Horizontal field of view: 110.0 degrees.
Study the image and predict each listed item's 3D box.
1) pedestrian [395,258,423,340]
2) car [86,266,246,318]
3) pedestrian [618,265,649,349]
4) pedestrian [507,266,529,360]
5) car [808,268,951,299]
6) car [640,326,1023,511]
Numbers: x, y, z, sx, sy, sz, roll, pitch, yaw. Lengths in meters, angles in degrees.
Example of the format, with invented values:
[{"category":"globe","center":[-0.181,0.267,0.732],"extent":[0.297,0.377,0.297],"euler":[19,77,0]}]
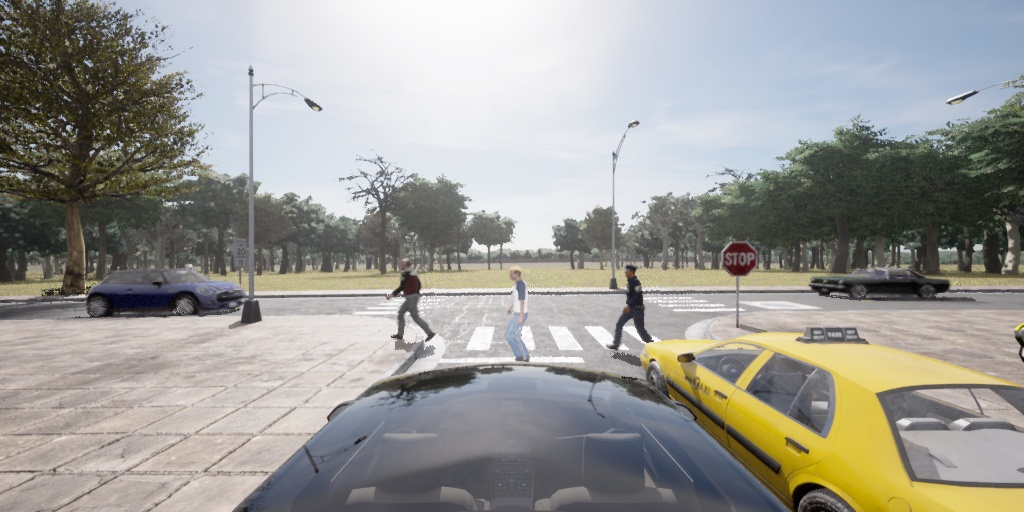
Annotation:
[{"category":"pedestrian","center":[-2.198,0.891,7.692],"extent":[0.375,1.860,0.375],"euler":[0,0,0]},{"category":"car","center":[-12.584,1.242,13.281],"extent":[4.553,1.767,2.097],"euler":[-1,0,0]},{"category":"pedestrian","center":[2.392,1.043,7.086],"extent":[0.375,1.860,0.375],"euler":[0,0,0]},{"category":"pedestrian","center":[0.145,1.043,6.489],"extent":[0.375,1.860,0.375],"euler":[0,0,0]},{"category":"car","center":[16.241,1.200,16.064],"extent":[4.718,1.301,1.895],"euler":[0,0,0]},{"category":"car","center":[2.637,1.275,3.225],"extent":[1.751,1.417,4.829],"euler":[0,0,0]}]
